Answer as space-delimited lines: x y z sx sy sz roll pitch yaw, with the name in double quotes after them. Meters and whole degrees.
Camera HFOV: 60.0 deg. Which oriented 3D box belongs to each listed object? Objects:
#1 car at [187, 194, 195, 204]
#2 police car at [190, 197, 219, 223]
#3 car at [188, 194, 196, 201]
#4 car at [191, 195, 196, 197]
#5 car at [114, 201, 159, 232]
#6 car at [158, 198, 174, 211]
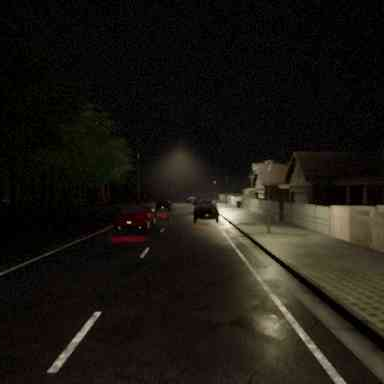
0.000 1.495 61.319 1.994 1.385 4.181 0 0 0 "car"
1.049 1.446 26.045 1.930 1.638 5.238 0 0 0 "police car"
-0.003 1.227 78.752 2.033 1.411 5.357 0 0 0 "car"
1.048 1.473 36.124 1.801 1.575 5.366 0 0 0 "car"
-3.401 1.493 20.474 1.882 1.535 5.008 0 0 0 "car"
-3.396 1.513 41.050 1.837 1.490 4.892 0 0 0 "car"
